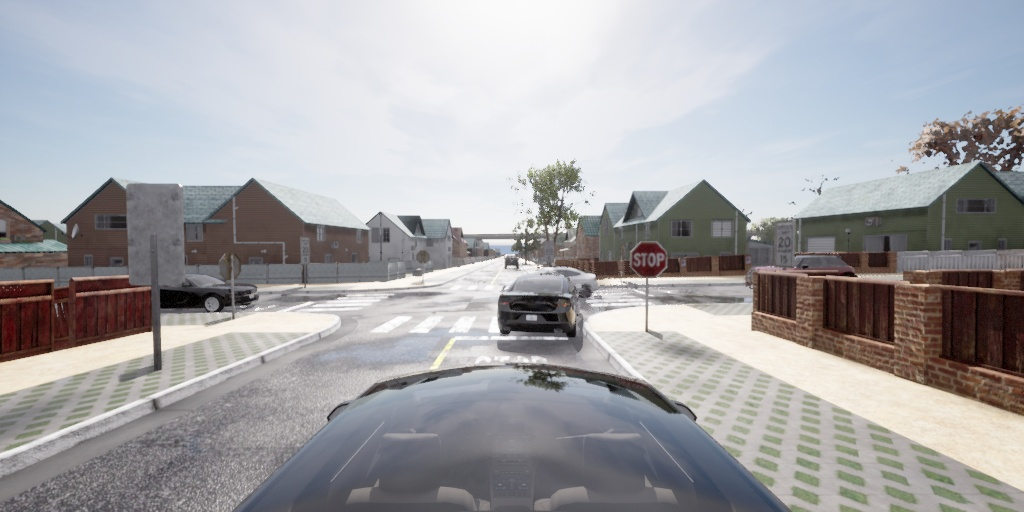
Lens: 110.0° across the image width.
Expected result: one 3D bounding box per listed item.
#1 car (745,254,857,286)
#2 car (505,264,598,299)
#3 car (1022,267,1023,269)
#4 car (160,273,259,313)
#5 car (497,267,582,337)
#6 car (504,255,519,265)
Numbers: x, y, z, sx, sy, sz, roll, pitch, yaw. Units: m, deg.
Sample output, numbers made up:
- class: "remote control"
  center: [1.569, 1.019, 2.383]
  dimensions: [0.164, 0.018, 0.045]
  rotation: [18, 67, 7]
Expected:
- class: "car"
  center: [14.358, 0.774, 18.035]
  dimensions: [4.553, 1.767, 2.097]
  rotation: [-1, 2, 0]
- class: "car"
  center: [1.735, 1.236, 16.281]
  dimensions: [4.674, 1.442, 1.812]
  rotation: [-1, 1, -25]
- class: "car"
  center: [29.088, 0.511, 18.148]
  dimensions: [4.553, 1.767, 2.097]
  rotation: [-1, 2, 0]
- class: "car"
  center: [-13.312, 1.464, 14.859]
  dimensions: [5.008, 1.535, 1.882]
  rotation: [-1, 2, -1]
- class: "car"
  center: [0.947, 1.223, 10.384]
  dimensions: [1.882, 1.535, 5.008]
  rotation: [0, 0, 12]
- class: "car"
  center: [-0.058, 0.930, 58.754]
  dimensions: [2.150, 2.045, 5.566]
  rotation: [0, 0, 0]
